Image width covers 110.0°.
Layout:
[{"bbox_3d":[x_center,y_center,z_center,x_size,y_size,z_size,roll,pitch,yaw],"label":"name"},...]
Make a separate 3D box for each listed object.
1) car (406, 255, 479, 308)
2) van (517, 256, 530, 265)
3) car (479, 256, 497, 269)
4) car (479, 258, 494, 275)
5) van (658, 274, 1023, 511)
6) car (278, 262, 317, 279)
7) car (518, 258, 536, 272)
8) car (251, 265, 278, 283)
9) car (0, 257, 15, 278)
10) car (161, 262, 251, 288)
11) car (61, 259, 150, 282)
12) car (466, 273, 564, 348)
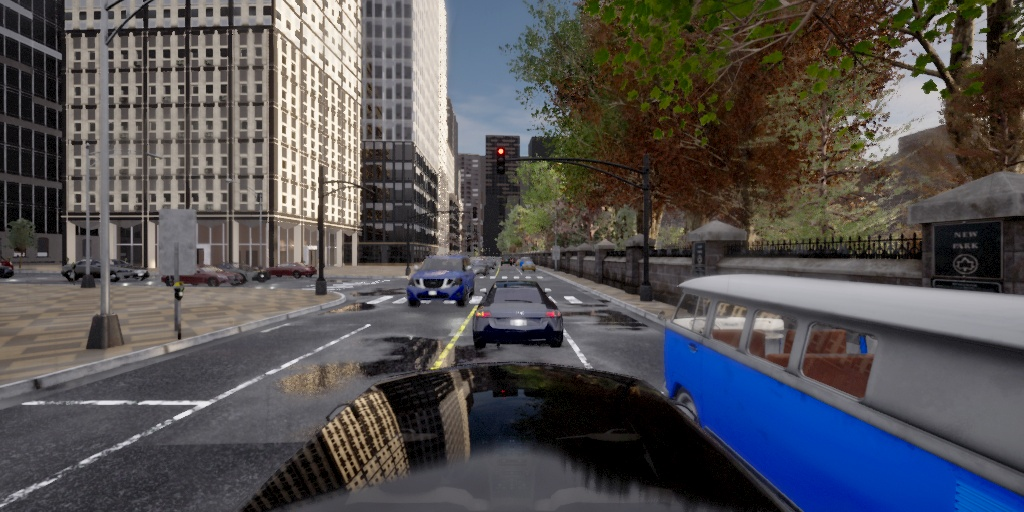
[{"bbox_3d":[-2.873,0.960,15.675,2.150,2.045,5.566,0,0,0],"label":"car"},{"bbox_3d":[2.012,1.066,51.749,1.690,1.789,3.998,0,0,-1],"label":"van"},{"bbox_3d":[-3.379,1.214,50.491,2.128,1.511,4.902,0,0,-1],"label":"car"},{"bbox_3d":[-3.328,1.228,35.937,2.128,1.511,4.902,0,0,3],"label":"car"},{"bbox_3d":[2.568,1.091,2.657,1.690,1.789,3.998,0,0,0],"label":"van"},{"bbox_3d":[-18.083,1.124,29.125,4.207,1.307,1.802,0,0,4],"label":"car"},{"bbox_3d":[2.134,1.255,46.376,1.751,1.417,4.829,0,0,-1],"label":"car"},{"bbox_3d":[-18.276,1.120,23.559,4.181,1.385,1.994,1,0,4],"label":"car"},{"bbox_3d":[-37.265,0.905,24.664,4.181,1.385,1.994,1,0,2],"label":"car"},{"bbox_3d":[-18.150,1.147,21.011,4.207,1.307,1.802,0,0,4],"label":"car"},{"bbox_3d":[-27.258,0.946,24.125,4.902,1.511,2.128,1,0,3],"label":"car"},{"bbox_3d":[0.101,1.312,9.238,1.994,1.385,4.181,0,0,-1],"label":"car"}]
